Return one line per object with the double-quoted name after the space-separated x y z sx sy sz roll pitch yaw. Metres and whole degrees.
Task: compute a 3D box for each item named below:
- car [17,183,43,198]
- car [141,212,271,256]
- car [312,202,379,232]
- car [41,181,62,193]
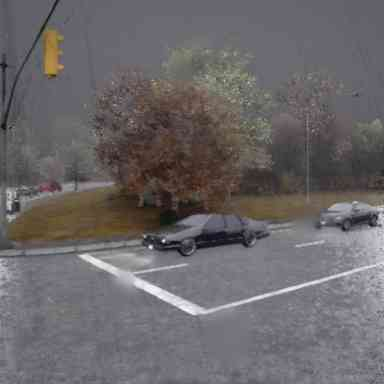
-23.360 -0.040 47.481 1.837 1.490 4.892 0 4 -7 "car"
0.740 1.507 13.134 5.357 1.411 2.033 -1 0 -35 "car"
8.790 1.294 18.845 4.674 1.442 1.812 -2 1 -36 "car"
-24.445 -0.983 57.578 2.150 2.045 5.566 0 4 -1 "car"
